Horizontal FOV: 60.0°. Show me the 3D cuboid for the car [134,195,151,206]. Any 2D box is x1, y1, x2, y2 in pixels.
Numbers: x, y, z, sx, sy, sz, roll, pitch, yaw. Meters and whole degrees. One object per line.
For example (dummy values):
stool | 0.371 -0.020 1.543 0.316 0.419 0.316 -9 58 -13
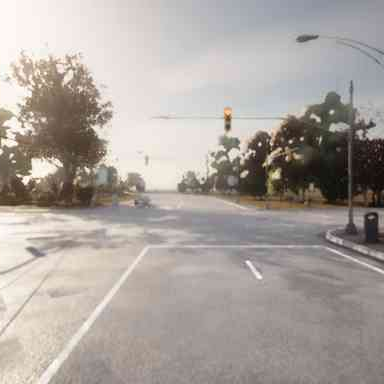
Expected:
car | -7.015 1.235 47.410 2.128 1.511 4.902 0 0 0
